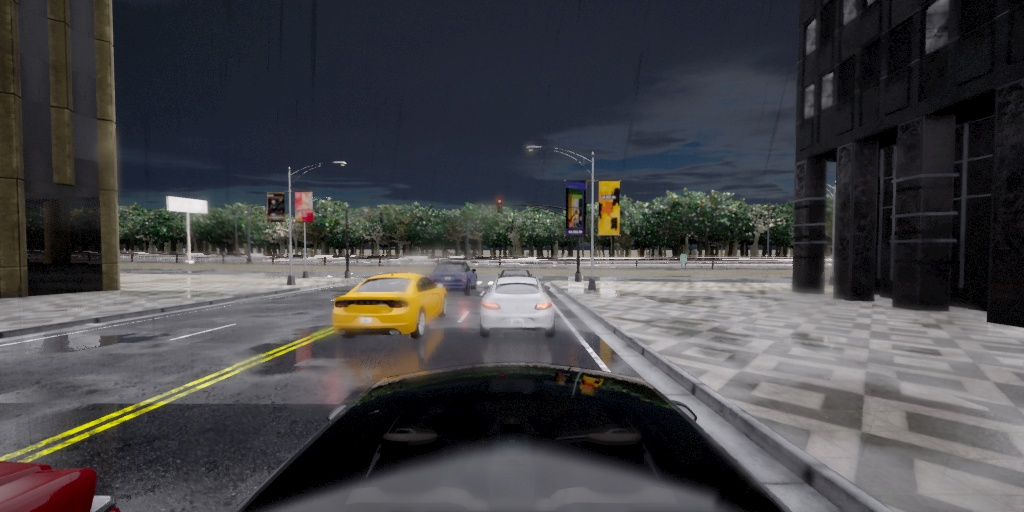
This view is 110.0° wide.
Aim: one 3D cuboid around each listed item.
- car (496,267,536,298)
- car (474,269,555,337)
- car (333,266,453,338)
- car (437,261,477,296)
[{"bbox_3d":[0.180,1.342,19.328,1.895,1.301,4.718,0,0,0],"label":"car"},{"bbox_3d":[0.138,1.271,10.166,1.812,1.442,4.674,0,0,0],"label":"car"},{"bbox_3d":[-3.114,1.223,10.157,1.882,1.535,5.008,0,0,0],"label":"car"},{"bbox_3d":[-3.072,1.093,19.339,2.097,1.767,4.553,0,0,0],"label":"car"}]
